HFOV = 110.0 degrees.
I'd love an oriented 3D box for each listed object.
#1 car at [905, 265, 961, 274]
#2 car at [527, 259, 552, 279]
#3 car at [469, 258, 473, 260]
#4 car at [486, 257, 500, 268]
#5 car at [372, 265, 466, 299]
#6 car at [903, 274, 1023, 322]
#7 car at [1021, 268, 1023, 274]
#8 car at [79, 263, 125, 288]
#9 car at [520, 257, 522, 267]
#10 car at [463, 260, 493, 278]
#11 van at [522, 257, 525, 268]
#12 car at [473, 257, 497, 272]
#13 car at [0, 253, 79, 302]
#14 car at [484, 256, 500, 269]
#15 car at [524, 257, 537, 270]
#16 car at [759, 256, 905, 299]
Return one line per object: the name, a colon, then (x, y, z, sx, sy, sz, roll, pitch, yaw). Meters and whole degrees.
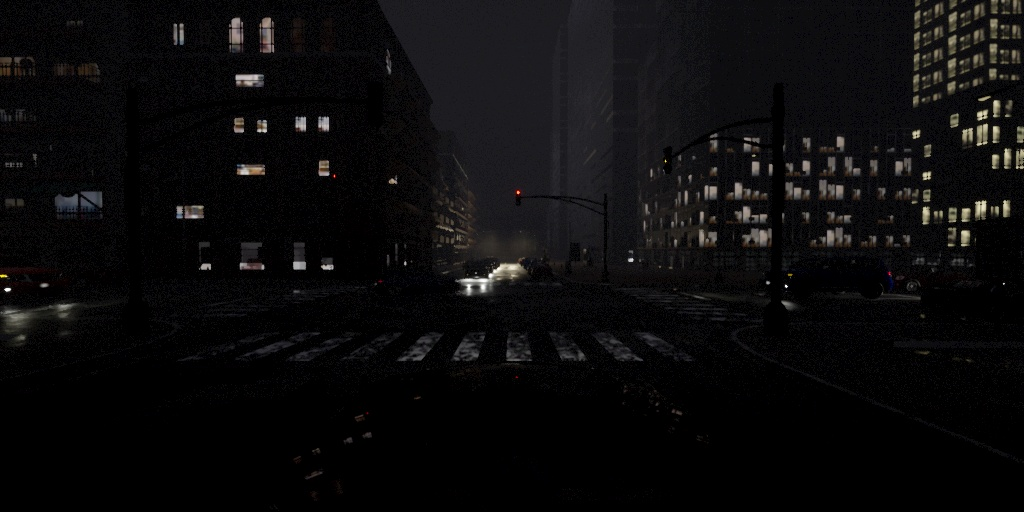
car: (23.357, 1.227, 20.754, 4.097, 1.591, 1.967, 0, 0, 1)
car: (2.630, 1.266, 32.495, 1.888, 1.381, 4.507, 0, 0, 0)
car: (-5.733, 1.262, 49.393, 1.948, 1.339, 4.313, 0, 0, 0)
car: (-3.112, 1.027, 60.716, 2.097, 1.767, 4.553, 0, 0, 0)
car: (-4.793, 1.302, 18.053, 4.181, 1.385, 1.994, 0, 0, -33)
car: (16.705, 1.444, 12.201, 4.403, 1.370, 2.007, 0, 0, 1)
car: (25.745, 1.333, 17.990, 4.902, 1.511, 2.128, 0, 1, 1)
car: (-25.874, 1.106, 21.361, 4.507, 1.381, 1.888, 0, 0, 1)
car: (2.610, 1.231, 55.079, 1.888, 1.381, 4.507, 0, 0, 0)
car: (-3.117, 1.285, 32.833, 1.994, 1.385, 4.181, 0, 0, 0)
van: (2.615, 1.037, 49.433, 1.690, 1.789, 3.998, 0, 0, 0)
car: (-3.132, 1.213, 41.572, 1.837, 1.490, 4.892, 0, 0, 0)
car: (-22.781, 0.891, 15.421, 5.566, 2.045, 2.150, 0, 1, 1)
car: (-3.127, 1.045, 50.808, 2.097, 1.767, 4.553, 0, 0, 0)
car: (2.625, 1.153, 38.141, 1.967, 1.591, 4.097, 0, 0, 0)
car: (15.725, 1.017, 18.117, 5.566, 2.045, 2.150, 0, 1, 1)
